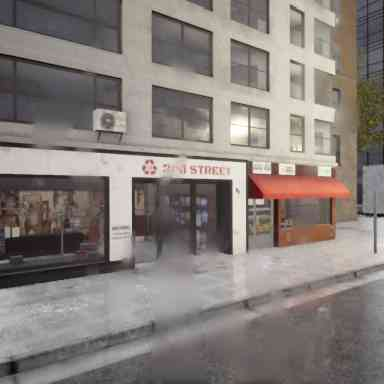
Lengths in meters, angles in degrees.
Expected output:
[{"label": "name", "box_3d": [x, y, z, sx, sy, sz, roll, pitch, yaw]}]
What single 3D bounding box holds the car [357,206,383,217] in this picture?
[{"label": "car", "box_3d": [16.991, 1.598, 28.755, 2.033, 1.411, 5.357, 0, 0, -34]}]
